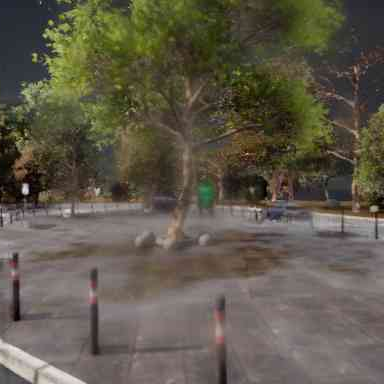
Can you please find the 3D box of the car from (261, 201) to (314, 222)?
[{"bbox_3d":[6.952,1.401,24.617,1.994,1.385,4.181,0,0,-23],"label":"car"}]

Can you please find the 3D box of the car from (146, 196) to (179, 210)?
[{"bbox_3d":[-2.962,1.216,38.850,4.553,1.767,2.097,0,0,16],"label":"car"}]
